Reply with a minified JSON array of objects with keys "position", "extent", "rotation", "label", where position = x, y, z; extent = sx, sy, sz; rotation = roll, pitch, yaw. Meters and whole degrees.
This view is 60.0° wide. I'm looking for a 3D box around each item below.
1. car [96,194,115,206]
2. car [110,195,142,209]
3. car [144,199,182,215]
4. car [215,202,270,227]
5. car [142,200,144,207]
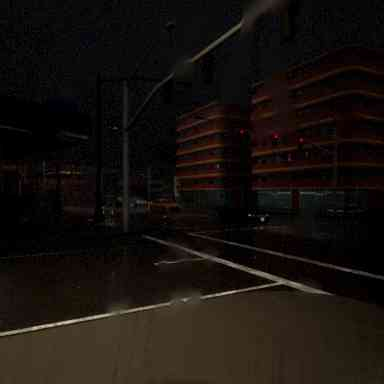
[{"position":[-14.229,1.505,53.744],"extent":[1.837,1.490,4.892],"rotation":[0,0,-30],"label":"car"},{"position":[-8.886,1.492,44.584],"extent":[2.128,1.511,4.902],"rotation":[0,0,-30],"label":"car"},{"position":[-2.859,1.478,34.342],"extent":[1.882,1.535,5.008],"rotation":[0,0,-30],"label":"car"},{"position":[3.410,1.492,23.378],"extent":[2.128,1.511,4.902],"rotation":[0,0,-26],"label":"car"},{"position":[-8.864,1.601,51.832],"extent":[1.895,1.301,4.718],"rotation":[0,0,-30],"label":"car"}]
